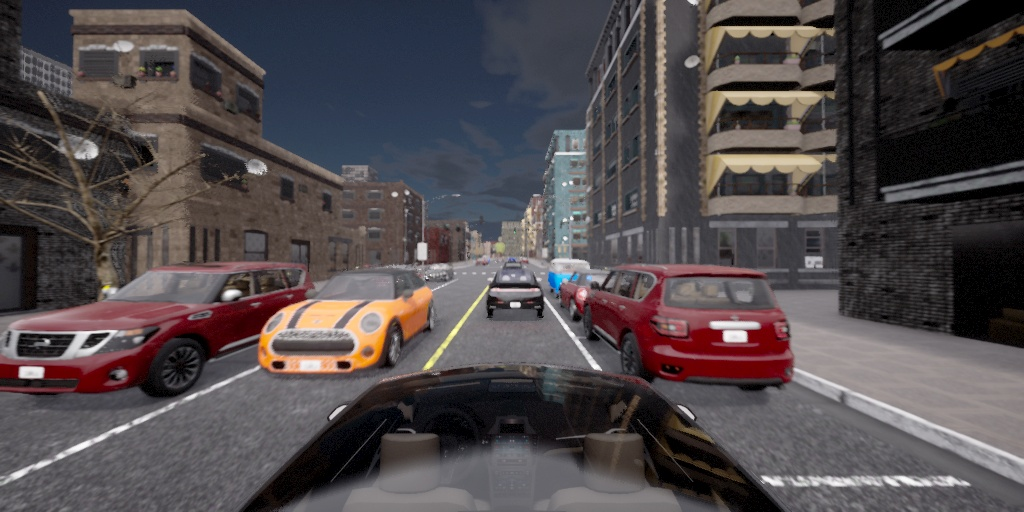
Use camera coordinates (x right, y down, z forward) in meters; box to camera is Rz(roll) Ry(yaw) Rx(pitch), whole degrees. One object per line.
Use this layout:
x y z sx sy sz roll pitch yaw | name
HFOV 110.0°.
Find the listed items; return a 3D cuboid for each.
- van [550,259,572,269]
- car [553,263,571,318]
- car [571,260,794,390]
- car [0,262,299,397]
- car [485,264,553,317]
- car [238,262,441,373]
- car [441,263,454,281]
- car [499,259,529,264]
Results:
2.692 1.046 17.559 1.690 1.789 3.998 0 0 0 | van
2.692 1.160 12.151 1.967 1.591 4.097 0 0 0 | car
2.692 1.050 6.744 2.192 1.841 5.009 0 0 0 | car
-5.689 1.050 6.752 2.192 1.841 5.009 0 0 0 | car
0.098 1.211 12.974 2.128 1.511 4.902 0 0 0 | car
-3.099 1.085 7.757 2.097 1.767 4.553 0 0 0 | car
-5.689 1.224 28.381 2.007 1.370 4.403 0 0 0 | car
0.100 1.179 28.124 1.837 1.490 4.892 0 0 0 | car
